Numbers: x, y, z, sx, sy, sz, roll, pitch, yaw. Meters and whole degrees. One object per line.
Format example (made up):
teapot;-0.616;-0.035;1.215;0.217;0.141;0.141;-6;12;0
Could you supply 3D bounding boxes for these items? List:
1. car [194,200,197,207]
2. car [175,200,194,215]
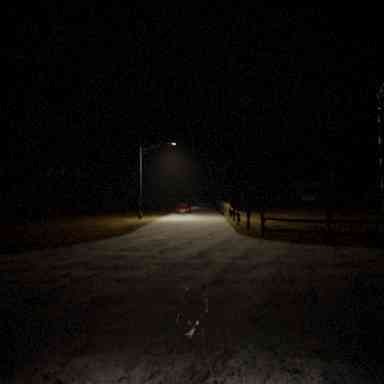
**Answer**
car;0.121;2.402;72.846;2.128;1.511;4.902;0;-1;2
car;-1.047;2.083;41.941;1.812;1.442;4.674;0;-1;2
